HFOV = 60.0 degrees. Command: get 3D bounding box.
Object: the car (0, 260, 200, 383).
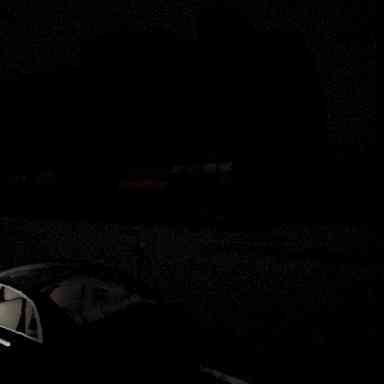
[{"bbox_3d":[-1.970,1.572,4.197,4.403,1.369,2.008,0,1,35],"label":"car"}]
